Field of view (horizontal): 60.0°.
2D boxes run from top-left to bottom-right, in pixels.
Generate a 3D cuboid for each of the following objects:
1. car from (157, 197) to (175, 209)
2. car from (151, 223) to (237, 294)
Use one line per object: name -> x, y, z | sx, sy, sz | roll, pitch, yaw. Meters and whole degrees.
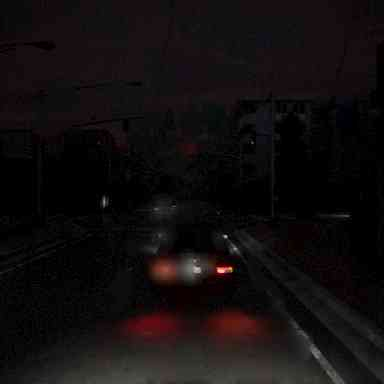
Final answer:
car -> -3.712, 1.526, 46.013 | 1.812, 1.442, 4.674 | 0, 0, 0
car -> 0.038, 1.547, 8.901 | 2.033, 1.411, 5.357 | 0, 0, 0
